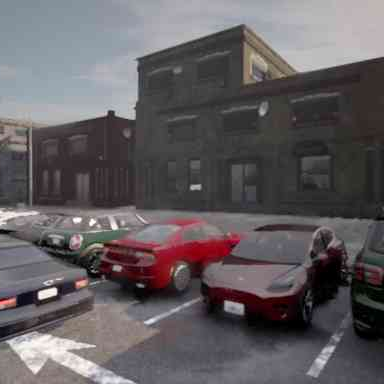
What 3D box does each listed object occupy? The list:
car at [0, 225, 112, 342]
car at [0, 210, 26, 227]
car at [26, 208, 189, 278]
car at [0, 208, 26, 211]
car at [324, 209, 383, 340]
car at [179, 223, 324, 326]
[{"bbox_3d":[-4.166,1.536,6.345,5.357,1.411,2.033,0,0,35],"label":"car"},{"bbox_3d":[-4.621,1.495,12.280,2.163,1.488,4.792,0,0,35],"label":"car"},{"bbox_3d":[-2.411,1.342,10.631,2.185,1.767,4.553,0,0,35],"label":"car"},{"bbox_3d":[-6.916,1.506,13.875,2.002,1.452,4.674,0,0,35],"label":"car"},{"bbox_3d":[4.360,1.230,5.880,2.435,2.045,5.566,0,0,35],"label":"car"},{"bbox_3d":[2.080,1.505,7.434,2.163,1.488,4.792,0,0,35],"label":"car"}]
